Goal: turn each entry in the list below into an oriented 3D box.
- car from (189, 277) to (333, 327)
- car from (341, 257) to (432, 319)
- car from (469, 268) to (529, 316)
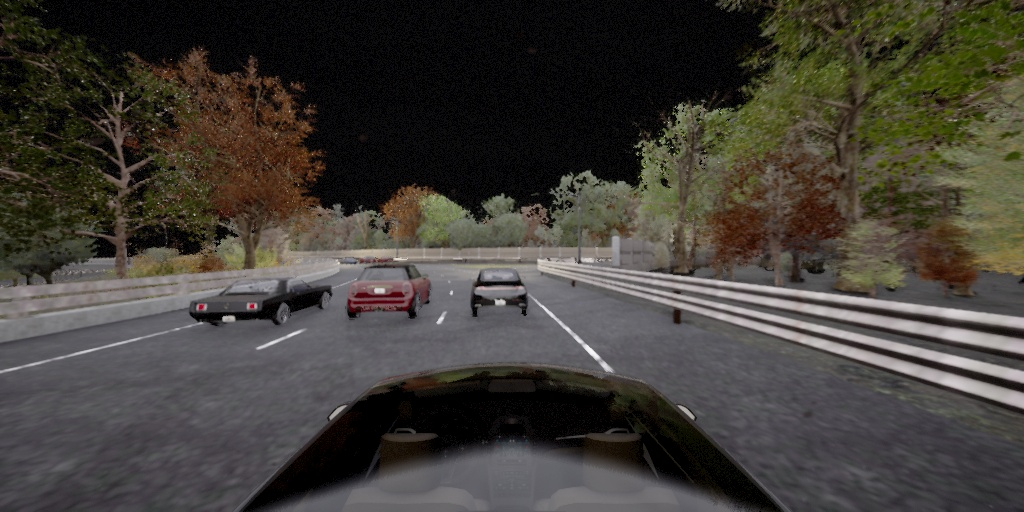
[{"bbox_3d":[-7.515,1.321,11.459,1.895,1.301,4.718,0,0,-6],"label":"car"},{"bbox_3d":[-4.161,1.045,12.841,2.097,1.767,4.553,0,0,-6],"label":"car"},{"bbox_3d":[-0.511,1.164,13.088,2.128,1.511,4.902,0,0,-4],"label":"car"}]
